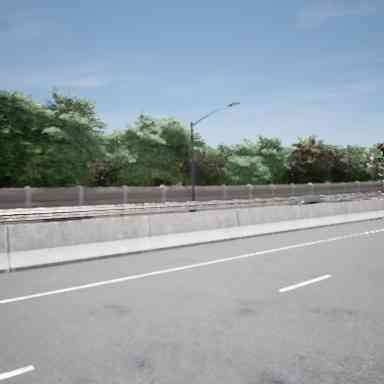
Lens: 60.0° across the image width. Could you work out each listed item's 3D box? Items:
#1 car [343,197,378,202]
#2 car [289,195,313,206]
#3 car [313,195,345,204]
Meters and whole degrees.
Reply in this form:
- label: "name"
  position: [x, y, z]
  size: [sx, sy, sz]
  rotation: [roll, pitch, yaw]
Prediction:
- label: "car"
  position: [18.307, 1.279, 34.938]
  size: [4.718, 1.301, 1.895]
  rotation: [-2, 0, -35]
- label: "car"
  position: [13.869, 1.179, 40.363]
  size: [4.553, 1.767, 2.097]
  rotation: [-2, 0, -36]
- label: "car"
  position: [16.446, 1.235, 37.897]
  size: [4.902, 1.511, 2.128]
  rotation: [-1, 0, -35]
